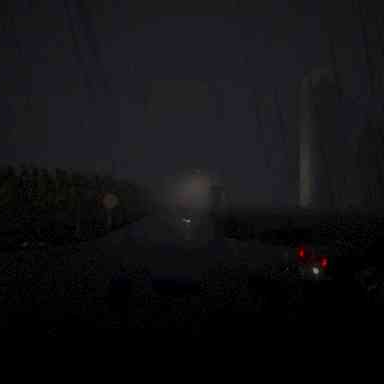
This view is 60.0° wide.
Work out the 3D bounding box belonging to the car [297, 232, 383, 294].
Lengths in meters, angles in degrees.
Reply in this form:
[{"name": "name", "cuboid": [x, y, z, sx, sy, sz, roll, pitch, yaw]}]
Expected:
[{"name": "car", "cuboid": [5.293, 1.686, 8.490, 4.718, 1.301, 1.895, 0, -1, -4]}]
